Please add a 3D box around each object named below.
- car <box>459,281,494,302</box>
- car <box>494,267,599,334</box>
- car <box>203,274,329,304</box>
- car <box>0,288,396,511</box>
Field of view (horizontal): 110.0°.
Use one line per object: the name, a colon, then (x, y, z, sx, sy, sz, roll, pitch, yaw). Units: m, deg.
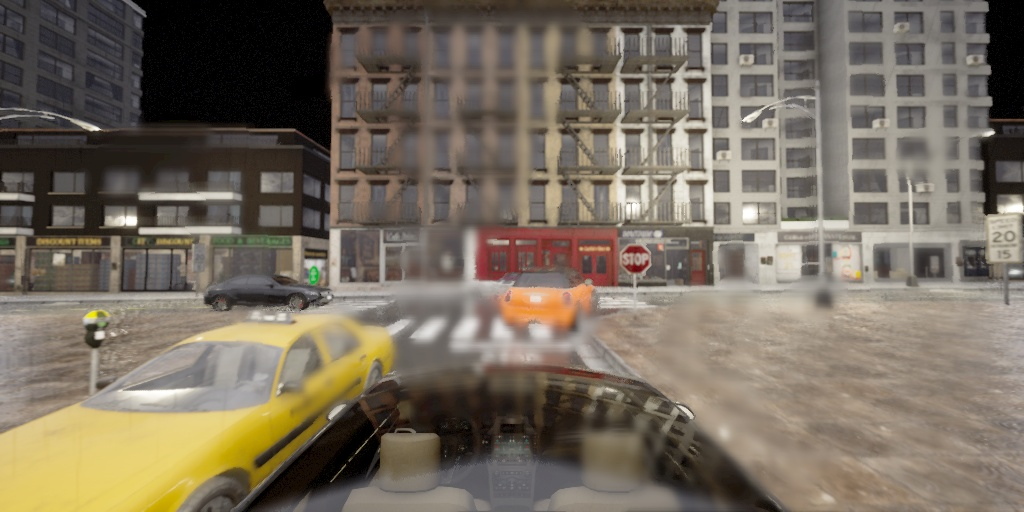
car: (-0.166, 1.480, 17.420, 4.718, 1.301, 1.895, -1, -2, 0)
car: (1.357, 1.120, 11.180, 2.097, 1.767, 4.553, 0, 1, 20)
car: (-9.689, 1.453, 14.452, 4.674, 1.442, 1.812, -1, -2, 0)
car: (-2.636, 1.289, 3.609, 1.751, 1.417, 4.829, 0, 0, 0)
